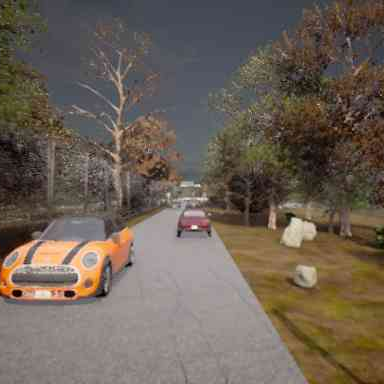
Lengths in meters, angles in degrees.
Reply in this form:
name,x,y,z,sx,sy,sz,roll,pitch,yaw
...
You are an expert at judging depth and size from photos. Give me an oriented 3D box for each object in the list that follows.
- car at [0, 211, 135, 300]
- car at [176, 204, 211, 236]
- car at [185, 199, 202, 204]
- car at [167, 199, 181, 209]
name,x,y,z,sx,sy,sz,roll,pitch,yaw
car,-2.846,1.373,8.614,2.097,1.767,4.553,1,0,0
car,0.126,1.636,19.157,1.812,1.442,4.674,0,0,0
car,0.214,1.634,41.135,2.097,1.767,4.553,0,0,0
car,-2.578,1.795,50.657,1.812,1.442,4.674,0,0,0
